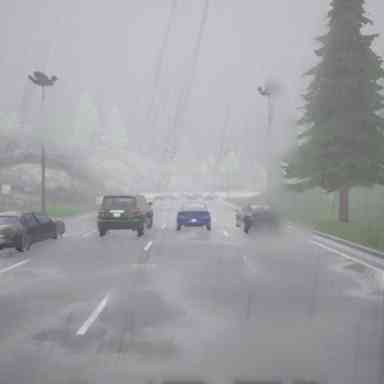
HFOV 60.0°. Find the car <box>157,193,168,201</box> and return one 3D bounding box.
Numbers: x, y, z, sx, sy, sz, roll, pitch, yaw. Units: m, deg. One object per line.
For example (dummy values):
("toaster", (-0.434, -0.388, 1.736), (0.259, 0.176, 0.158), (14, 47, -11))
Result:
("car", (-6.980, 1.098, 71.919), (1.812, 1.442, 4.674), (0, 0, 2))

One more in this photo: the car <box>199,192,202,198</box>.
("car", (1.338, 0.734, 81.107), (2.097, 1.767, 4.553), (0, 0, 17))

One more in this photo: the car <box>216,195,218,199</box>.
("car", (4.973, 1.015, 81.118), (2.033, 1.411, 5.357), (0, 0, 17))

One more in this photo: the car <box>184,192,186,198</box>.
("car", (-2.065, 0.725, 81.924), (2.097, 1.767, 4.553), (0, 0, 17))

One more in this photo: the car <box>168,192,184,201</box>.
("car", (-3.481, 1.169, 71.860), (1.895, 1.301, 4.718), (0, 0, 2))

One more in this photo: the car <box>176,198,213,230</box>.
("car", (0.098, 1.358, 20.223), (1.882, 1.535, 5.008), (0, 0, 0))

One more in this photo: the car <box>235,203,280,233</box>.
("car", (3.598, 1.394, 18.742), (1.837, 1.490, 4.892), (0, 0, 0))

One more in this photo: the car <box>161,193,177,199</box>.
("car", (-5.644, 1.051, 82.003), (2.033, 1.411, 5.357), (0, 0, 17))

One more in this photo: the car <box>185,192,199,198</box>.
("car", (0.009, 1.173, 71.259), (1.895, 1.301, 4.718), (0, 0, 2))

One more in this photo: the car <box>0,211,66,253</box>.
("car", (-6.902, 1.468, 13.345), (2.033, 1.411, 5.357), (0, 0, 0))

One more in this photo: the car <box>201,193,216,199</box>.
("car", (3.509, 1.174, 71.287), (1.895, 1.301, 4.718), (0, 0, 2))

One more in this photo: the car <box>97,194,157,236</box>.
("car", (-3.403, 1.116, 17.748), (2.150, 2.045, 5.566), (0, 0, 0))
